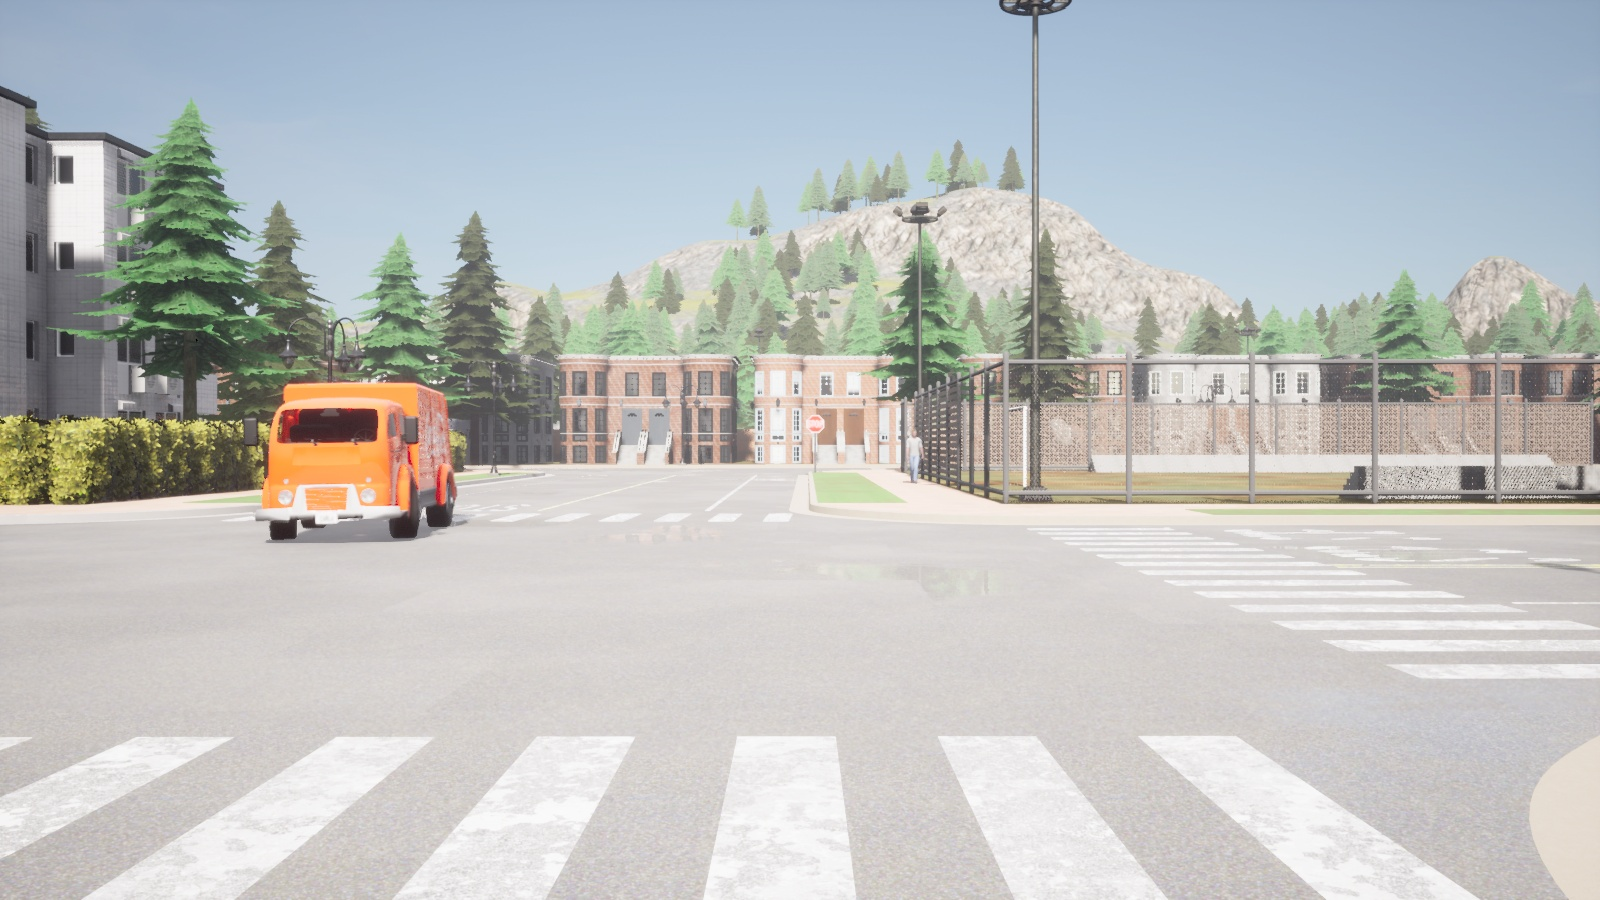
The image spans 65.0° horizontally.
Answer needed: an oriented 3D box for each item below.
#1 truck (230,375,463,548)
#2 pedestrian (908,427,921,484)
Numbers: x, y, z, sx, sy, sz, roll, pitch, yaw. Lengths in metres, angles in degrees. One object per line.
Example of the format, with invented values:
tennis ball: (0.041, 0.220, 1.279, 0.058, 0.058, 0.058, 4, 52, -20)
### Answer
truck: (-7.237, 0.136, 20.768, 2.627, 2.467, 5.204, -1, 0, -9)
pedestrian: (3.716, 0.168, 40.663, 0.354, 1.836, 0.706, 0, 0, 0)
